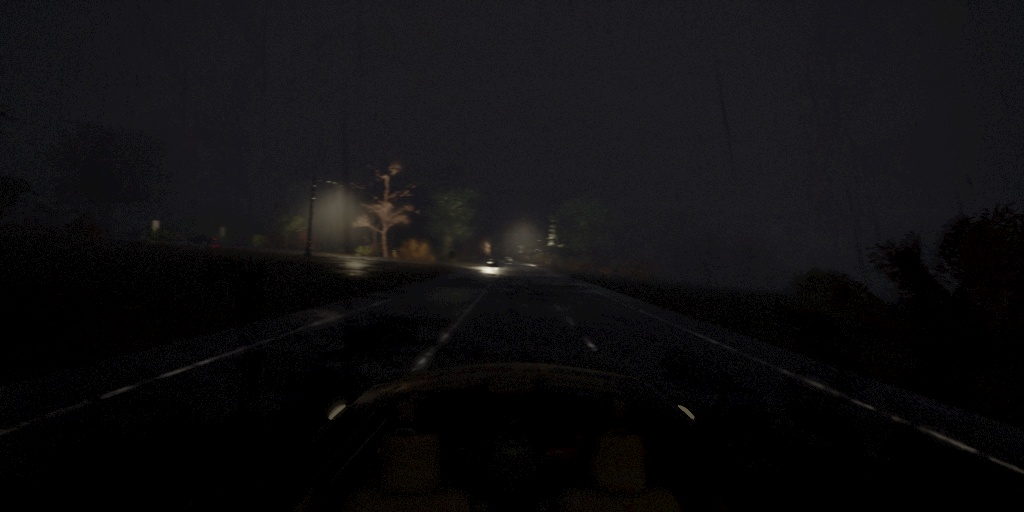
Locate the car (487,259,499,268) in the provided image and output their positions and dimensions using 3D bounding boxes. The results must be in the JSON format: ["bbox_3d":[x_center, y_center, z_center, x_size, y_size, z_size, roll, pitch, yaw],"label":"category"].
[{"bbox_3d":[-3.137,1.279,59.382,2.033,1.411,5.357,4,-2,0],"label":"car"}]
